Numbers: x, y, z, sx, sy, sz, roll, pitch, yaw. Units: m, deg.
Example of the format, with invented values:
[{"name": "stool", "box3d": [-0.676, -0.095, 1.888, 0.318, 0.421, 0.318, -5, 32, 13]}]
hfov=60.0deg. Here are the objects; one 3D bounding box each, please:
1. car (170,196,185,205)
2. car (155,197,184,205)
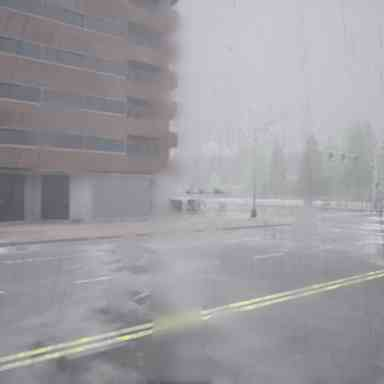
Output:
[{"name": "car", "box3d": [-3.331, 1.440, 51.715, 4.892, 1.490, 1.837, 1, -1, 40]}, {"name": "car", "box3d": [-3.877, 1.535, 56.565, 4.718, 1.301, 1.895, 0, 0, 33]}]
